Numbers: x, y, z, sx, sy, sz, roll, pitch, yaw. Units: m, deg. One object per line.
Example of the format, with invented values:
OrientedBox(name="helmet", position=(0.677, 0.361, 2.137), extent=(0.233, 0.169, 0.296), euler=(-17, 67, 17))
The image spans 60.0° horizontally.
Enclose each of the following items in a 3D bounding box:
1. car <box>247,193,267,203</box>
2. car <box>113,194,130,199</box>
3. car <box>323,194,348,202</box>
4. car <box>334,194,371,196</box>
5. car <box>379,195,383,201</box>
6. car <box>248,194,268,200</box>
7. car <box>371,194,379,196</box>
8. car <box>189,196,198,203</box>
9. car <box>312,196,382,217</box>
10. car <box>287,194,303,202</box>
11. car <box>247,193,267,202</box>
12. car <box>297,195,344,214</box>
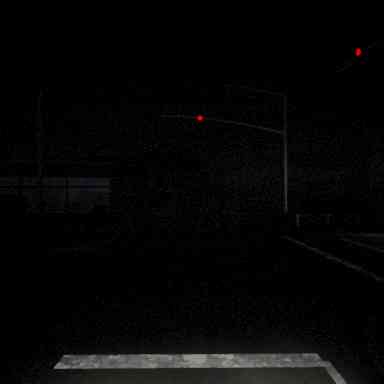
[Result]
OrientedBox(name="car", position=(12.850, 1.356, 65.652), extent=(3.806, 1.475, 1.970), euler=(0, 0, 0))
OrientedBox(name="car", position=(-19.401, 1.326, 91.583), extent=(4.674, 1.442, 1.812), euler=(0, 0, 0))
OrientedBox(name="car", position=(31.317, 1.293, 72.693), extent=(4.514, 1.523, 2.007), euler=(0, 0, 0))
OrientedBox(name="car", position=(20.651, 1.316, 43.266), extent=(3.633, 1.501, 1.845), euler=(0, 0, 0))
OrientedBox(name="car", position=(38.723, 1.149, 62.638), extent=(5.027, 1.636, 2.152), euler=(0, 0, 0))
OrientedBox(name="car", position=(18.134, 1.327, 91.607), extent=(4.902, 1.511, 2.128), euler=(0, 0, 0))
OrientedBox(name="car", position=(38.378, 1.227, 69.054), extent=(3.806, 1.475, 1.970), euler=(0, 0, 0))
OrientedBox(name="car", position=(0.273, 1.542, 69.680), extent=(2.033, 1.411, 5.357), euler=(0, 0, 0))
OrientedBox(name="car", position=(13.080, 1.337, 28.258), extent=(4.514, 1.523, 2.007), euler=(0, 0, 0))
OrientedBox(name="car", position=(21.329, 1.093, 65.718), extent=(4.605, 1.855, 1.932), euler=(0, 0, 0))
OrientedBox(name="car", position=(13.450, 1.072, 68.978), extent=(3.866, 1.878, 1.905), euler=(0, 0, 0))
OrientedBox(name="car", position=(13.017, 1.328, 31.395), extent=(5.027, 1.636, 2.152), euler=(0, 0, 0))
